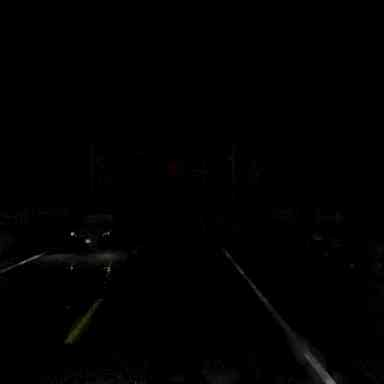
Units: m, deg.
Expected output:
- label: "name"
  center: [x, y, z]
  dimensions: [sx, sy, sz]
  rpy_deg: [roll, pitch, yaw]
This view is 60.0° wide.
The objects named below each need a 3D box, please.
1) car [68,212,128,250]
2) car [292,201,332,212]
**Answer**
- label: "car"
  center: [-4.099, 1.650, 15.212]
  dimensions: [1.812, 1.442, 4.674]
  rpy_deg: [0, -1, -2]
- label: "car"
  center: [14.732, 1.827, 40.739]
  dimensions: [4.674, 1.442, 1.812]
  rpy_deg: [0, 0, 0]
